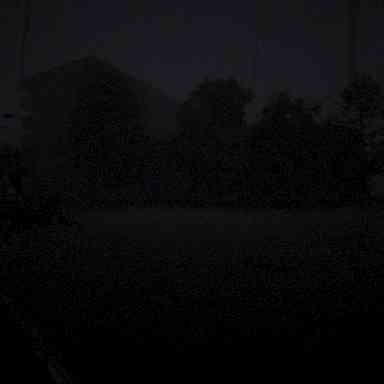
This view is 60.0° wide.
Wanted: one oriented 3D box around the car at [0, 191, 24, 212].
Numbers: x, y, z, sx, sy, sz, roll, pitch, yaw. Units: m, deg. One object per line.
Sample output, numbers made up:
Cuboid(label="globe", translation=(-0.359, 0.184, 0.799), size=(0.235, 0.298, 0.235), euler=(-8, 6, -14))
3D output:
Cuboid(label="car", translation=(-17.819, 0.799, 29.602), size=(2.185, 1.767, 4.553), euler=(2, 1, 31))

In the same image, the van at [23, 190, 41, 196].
Cuboid(label="van", translation=(-12.141, 0.945, 22.683), size=(1.878, 1.987, 4.442), euler=(2, 1, 32))

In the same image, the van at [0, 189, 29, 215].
Cuboid(label="van", translation=(-15.987, 0.780, 27.175), size=(1.878, 1.987, 4.442), euler=(2, 1, 32))

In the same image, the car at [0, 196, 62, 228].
Cuboid(label="car", translation=(-10.346, 1.251, 20.235), size=(2.097, 1.535, 5.008), euler=(2, 1, 32))
